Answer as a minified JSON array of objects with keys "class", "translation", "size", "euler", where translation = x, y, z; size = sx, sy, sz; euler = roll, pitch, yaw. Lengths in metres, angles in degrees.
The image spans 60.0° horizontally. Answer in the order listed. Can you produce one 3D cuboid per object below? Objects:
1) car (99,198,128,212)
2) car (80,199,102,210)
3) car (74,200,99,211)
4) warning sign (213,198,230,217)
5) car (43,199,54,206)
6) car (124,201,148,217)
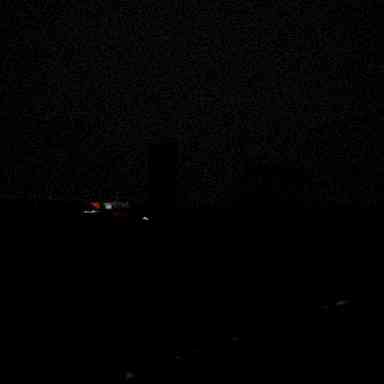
[{"class":"car","translation":[-11.096,1.851,48.541],"size":[2.150,2.045,5.566],"euler":[2,-2,-35]},{"class":"car","translation":[-17.384,2.111,57.094],"size":[2.097,1.767,4.553],"euler":[2,-2,-36]},{"class":"car","translation":[-16.680,2.195,51.453],"size":[2.033,1.411,5.357],"euler":[2,-2,-36]},{"class":"warning sign","translation":[2.970,1.565,33.369],"size":[1.300,1.860,1.060],"euler":[3,-2,-36]},{"class":"car","translation":[-37.125,2.587,85.793],"size":[2.097,1.767,4.553],"euler":[2,-2,-36]},{"class":"car","translation":[-5.208,1.953,35.558],"size":[1.994,1.385,4.181],"euler":[2,-2,-36]}]
